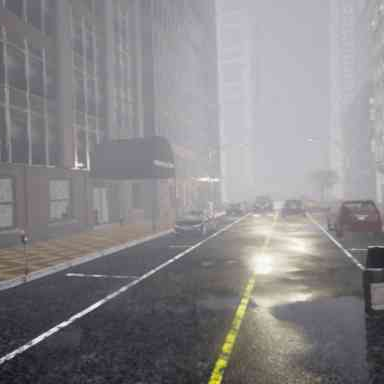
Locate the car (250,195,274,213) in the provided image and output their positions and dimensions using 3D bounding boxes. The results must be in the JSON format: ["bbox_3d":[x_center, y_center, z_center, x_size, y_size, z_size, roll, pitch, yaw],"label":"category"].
[{"bbox_3d":[8.603,1.385,39.684,2.150,2.045,5.566,-2,-1,16],"label":"car"}]

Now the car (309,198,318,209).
[{"bbox_3d":[15.966,1.537,44.800,1.752,1.417,4.829,-3,-1,16],"label":"car"}]

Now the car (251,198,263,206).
[{"bbox_3d":[12.441,1.851,63.336,1.802,1.307,4.206,-3,-1,16],"label":"car"}]

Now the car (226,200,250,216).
[{"bbox_3d":[4.819,1.796,36.007,1.947,1.339,4.313,-3,-1,16],"label":"car"}]

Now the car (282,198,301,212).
[{"bbox_3d":[12.547,1.571,42.126,2.128,1.511,4.902,-2,0,15],"label":"car"}]

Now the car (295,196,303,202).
[{"bbox_3d":[26.594,1.629,82.901,1.802,1.307,4.206,-3,-1,16],"label":"car"}]

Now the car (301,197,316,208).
[{"bbox_3d":[17.491,1.545,50.266,1.752,1.417,4.829,-3,-1,16],"label":"car"}]

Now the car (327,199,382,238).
[{"bbox_3d":[8.289,1.274,17.308,2.192,1.841,5.009,-3,-1,16],"label":"car"}]

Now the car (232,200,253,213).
[{"bbox_3d":[6.343,1.805,41.472,1.947,1.339,4.313,-3,-1,16],"label":"car"}]

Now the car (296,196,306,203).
[{"bbox_3d":[23.544,1.587,71.969,1.887,1.381,4.507,-3,-1,16],"label":"car"}]

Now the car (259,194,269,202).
[{"bbox_3d":[18.527,1.598,85.203,2.192,1.841,5.009,-3,-1,16],"label":"car"}]

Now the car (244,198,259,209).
[{"bbox_3d":[9.345,1.780,52.241,1.752,1.417,4.829,-3,-1,16],"label":"car"}]

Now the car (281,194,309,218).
[{"bbox_3d":[9.570,1.414,31.484,2.097,1.767,4.553,-2,0,16],"label":"car"}]

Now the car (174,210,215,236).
[{"bbox_3d":[0.245,1.745,19.610,2.008,1.369,4.403,-3,-1,16],"label":"car"}]
